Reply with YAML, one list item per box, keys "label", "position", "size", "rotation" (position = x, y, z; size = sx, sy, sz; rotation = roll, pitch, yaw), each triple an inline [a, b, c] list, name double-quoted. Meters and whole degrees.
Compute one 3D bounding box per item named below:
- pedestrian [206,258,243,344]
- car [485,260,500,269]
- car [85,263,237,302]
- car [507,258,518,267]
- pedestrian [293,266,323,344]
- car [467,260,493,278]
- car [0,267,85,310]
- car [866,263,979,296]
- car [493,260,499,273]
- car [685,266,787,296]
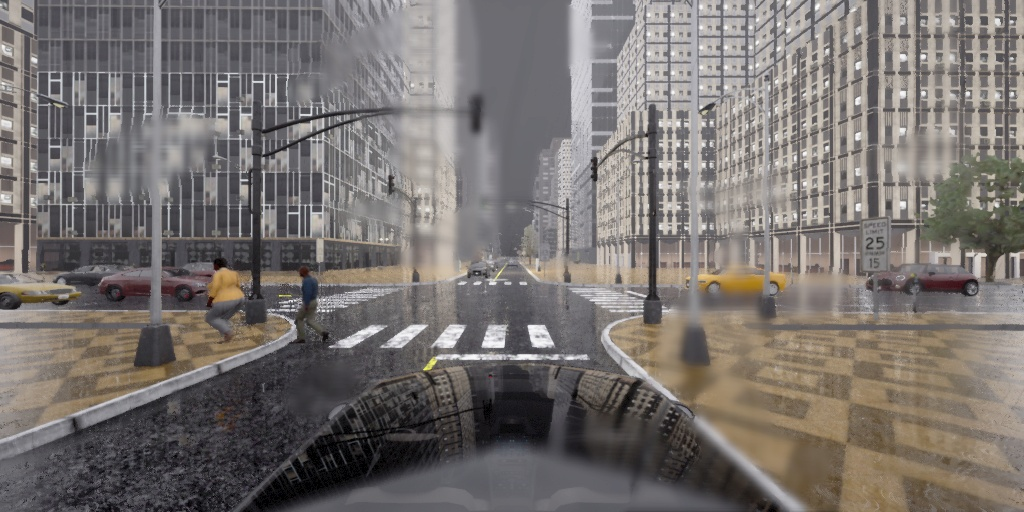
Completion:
- label: "pedestrian"
  position: [-5.916, 0.892, 7.382]
  size: [0.375, 1.860, 0.375]
  rotation: [0, 0, 0]
- label: "car"
  position: [-2.996, 1.292, 56.591]
  size: [2.033, 1.411, 5.357]
  rotation: [0, 0, 0]
- label: "car"
  position: [-15.383, 1.197, 15.930]
  size: [4.674, 1.442, 1.812]
  rotation: [0, 0, -2]
- label: "car"
  position: [0.102, 1.291, 63.554]
  size: [2.033, 1.411, 5.357]
  rotation: [0, 0, 0]
- label: "pedestrian"
  position: [-4.620, 1.044, 8.100]
  size: [0.375, 1.860, 0.375]
  rotation: [0, 0, 0]
- label: "car"
  position: [-3.043, 1.254, 33.505]
  size: [1.837, 1.490, 4.892]
  rotation: [0, 0, 0]
- label: "car"
  position: [-18.880, 1.165, 13.153]
  size: [4.829, 1.417, 1.751]
  rotation: [0, 0, -1]
- label: "car"
  position: [22.356, 1.217, 19.680]
  size: [4.553, 1.767, 2.097]
  rotation: [0, 0, -1]
- label: "car"
  position: [-3.023, 1.240, 44.483]
  size: [2.128, 1.511, 4.902]
  rotation: [0, 0, 0]
- label: "car"
  position: [12.083, 1.297, 19.523]
  size: [5.008, 1.535, 1.882]
  rotation: [0, 0, -2]
